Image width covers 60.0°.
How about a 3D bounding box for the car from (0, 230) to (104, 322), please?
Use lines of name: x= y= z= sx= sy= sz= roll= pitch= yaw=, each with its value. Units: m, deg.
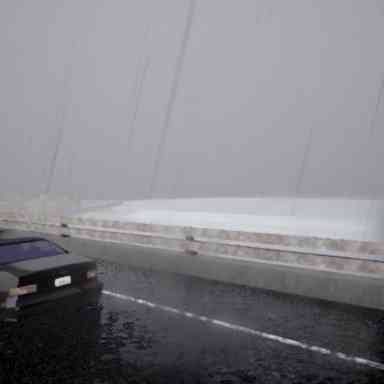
car: x=-4.195 y=1.526 z=7.008 sx=5.357 sy=1.411 sz=2.033 roll=0 pitch=0 yaw=36
